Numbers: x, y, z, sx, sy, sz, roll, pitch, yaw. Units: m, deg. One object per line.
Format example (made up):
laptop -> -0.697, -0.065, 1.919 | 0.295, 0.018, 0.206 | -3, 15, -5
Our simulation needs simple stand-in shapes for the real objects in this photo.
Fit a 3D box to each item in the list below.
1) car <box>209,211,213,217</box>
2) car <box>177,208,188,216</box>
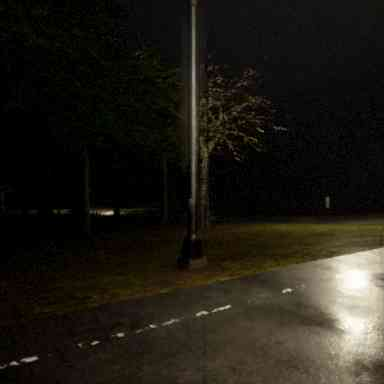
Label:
car -> 2.243, 4.240, 66.500 | 1.812, 1.442, 4.674 | -1, -2, -34
car -> -1.474, 4.314, 71.860 | 1.837, 1.490, 4.892 | -1, -1, -34
